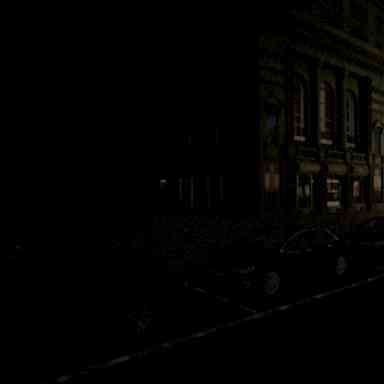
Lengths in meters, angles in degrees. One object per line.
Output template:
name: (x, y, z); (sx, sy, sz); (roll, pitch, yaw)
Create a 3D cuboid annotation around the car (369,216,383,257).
car: (6.835, 1.497, 11.566); (4.206, 1.307, 1.802); (0, 0, -36)

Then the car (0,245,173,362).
car: (-2.326, 1.560, 4.996); (4.313, 1.339, 1.947); (-1, 0, -36)

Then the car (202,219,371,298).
car: (2.254, 1.505, 8.281); (4.403, 1.369, 2.008); (0, 0, -36)
